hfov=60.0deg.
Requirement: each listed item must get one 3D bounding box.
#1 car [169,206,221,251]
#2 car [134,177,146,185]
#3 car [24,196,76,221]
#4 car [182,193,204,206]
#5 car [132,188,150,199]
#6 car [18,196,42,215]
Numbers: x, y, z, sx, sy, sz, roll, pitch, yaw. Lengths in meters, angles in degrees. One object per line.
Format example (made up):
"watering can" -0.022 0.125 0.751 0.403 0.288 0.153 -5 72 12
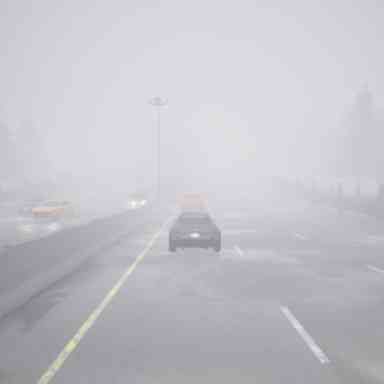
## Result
"car" 0.106 1.502 13.823 1.994 1.385 4.181 0 0 0
"car" -10.406 -2.365 66.584 2.033 1.411 5.357 0 7 0
"car" -10.582 1.312 25.686 1.882 1.535 5.008 0 1 0
"car" 0.113 0.875 33.723 2.097 1.767 4.553 0 3 0
"car" -7.057 0.162 45.974 1.895 1.301 4.718 0 6 0
"car" -14.076 1.166 30.592 2.128 1.511 4.902 0 2 0
